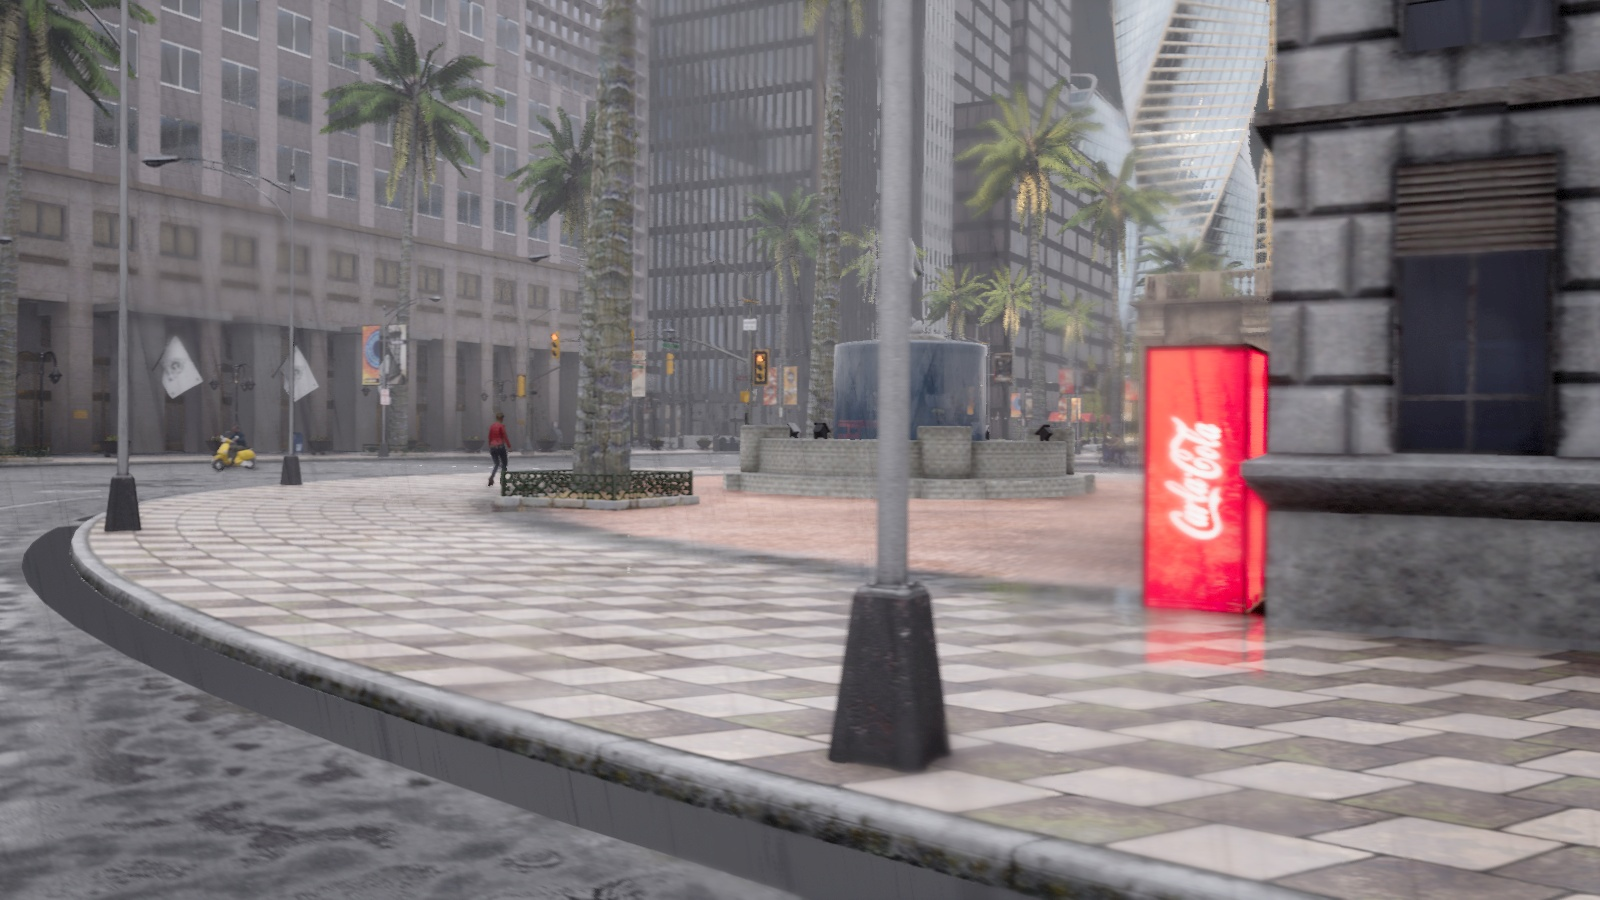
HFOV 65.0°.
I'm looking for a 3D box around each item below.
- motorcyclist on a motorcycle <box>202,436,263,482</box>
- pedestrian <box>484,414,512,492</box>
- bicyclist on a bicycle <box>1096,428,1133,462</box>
[{"bbox_3d":[-20.026,0.288,44.384,0.866,1.590,1.817,0,1,26],"label":"motorcyclist on a motorcycle"},{"bbox_3d":[-7.200,0.067,29.969,0.331,1.846,0.636,0,1,20],"label":"pedestrian"},{"bbox_3d":[15.082,-0.230,60.216,1.509,1.612,0.866,0,1,28],"label":"bicyclist on a bicycle"}]
